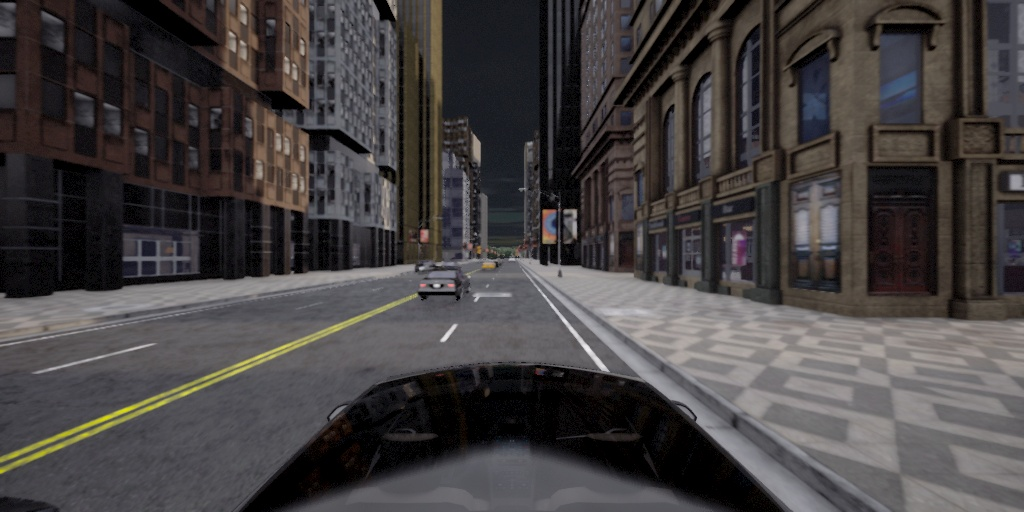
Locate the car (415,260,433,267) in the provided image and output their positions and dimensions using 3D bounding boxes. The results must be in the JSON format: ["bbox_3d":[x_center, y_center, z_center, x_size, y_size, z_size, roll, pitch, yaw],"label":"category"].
[{"bbox_3d":[-9.847,1.251,41.410,2.128,1.511,4.902,0,0,0],"label":"car"}]

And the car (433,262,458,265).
[{"bbox_3d":[-6.606,1.305,38.443,2.033,1.411,5.357,0,0,0],"label":"car"}]

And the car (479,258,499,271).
[{"bbox_3d":[-3.265,1.225,50.942,1.801,1.575,5.366,0,0,0],"label":"car"}]

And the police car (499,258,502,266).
[{"bbox_3d":[-3.268,1.205,61.862,1.930,1.638,5.238,0,0,0],"label":"police car"}]

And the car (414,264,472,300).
[{"bbox_3d":[-3.155,1.299,17.525,2.033,1.411,5.357,0,0,0],"label":"car"}]
